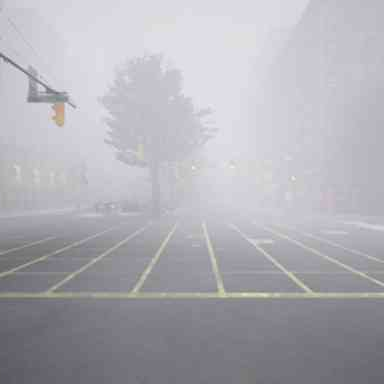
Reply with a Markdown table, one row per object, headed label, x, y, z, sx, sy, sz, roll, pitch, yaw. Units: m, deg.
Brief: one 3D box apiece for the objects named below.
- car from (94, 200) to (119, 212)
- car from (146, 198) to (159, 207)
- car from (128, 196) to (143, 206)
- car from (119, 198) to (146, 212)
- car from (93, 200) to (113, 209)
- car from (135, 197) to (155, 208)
| label | x | y | z | sx | sy | sz | roll | pitch | yaw |
| --- | --- | --- | --- | --- | --- | --- | --- | --- | --- |
| car | -10.981 | 1.761 | 42.942 | 2.128 | 1.511 | 4.902 | 0 | 0 | 1 |
| car | -7.173 | 1.859 | 61.061 | 1.837 | 1.490 | 4.892 | 0 | 0 | 1 |
| car | -10.650 | 1.728 | 62.873 | 2.097 | 1.767 | 4.553 | 0 | 0 | 1 |
| car | -7.493 | 1.818 | 42.216 | 1.994 | 1.385 | 4.181 | 0 | 0 | 2 |
| car | -14.032 | 1.927 | 52.782 | 1.895 | 1.301 | 4.718 | 0 | 0 | 1 |
| car | -7.327 | 1.825 | 50.732 | 1.812 | 1.442 | 4.674 | 0 | 0 | 1 |
